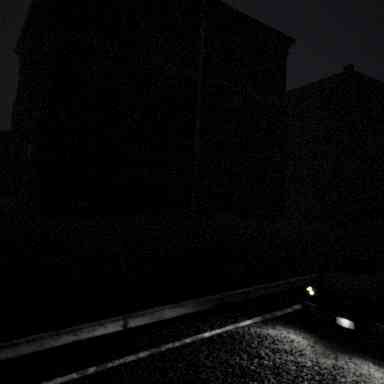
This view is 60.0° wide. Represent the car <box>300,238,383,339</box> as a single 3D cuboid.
[{"bbox_3d":[4.480,1.597,6.485,5.357,1.411,2.033,1,-1,-35],"label":"car"}]
